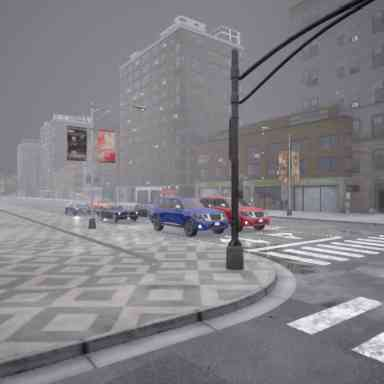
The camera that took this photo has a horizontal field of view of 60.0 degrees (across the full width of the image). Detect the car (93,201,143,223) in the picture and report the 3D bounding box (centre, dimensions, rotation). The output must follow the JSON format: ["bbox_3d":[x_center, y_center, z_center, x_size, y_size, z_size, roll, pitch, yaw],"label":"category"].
[{"bbox_3d":[-6.091,1.694,26.978,1.895,1.301,4.718,0,0,-36],"label":"car"}]

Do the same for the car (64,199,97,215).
[{"bbox_3d":[-12.064,1.651,35.200,1.812,1.442,4.674,0,0,-36],"label":"car"}]

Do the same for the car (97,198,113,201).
[{"bbox_3d":[-9.770,1.479,37.582,2.097,1.767,4.553,0,0,-36],"label":"car"}]

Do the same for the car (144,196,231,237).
[{"bbox_3d":[-0.347,1.277,19.089,2.150,2.045,5.566,0,0,-36],"label":"car"}]

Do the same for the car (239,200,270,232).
[{"bbox_3d":[2.266,1.277,21.021,2.150,2.045,5.566,0,0,-36],"label":"car"}]
